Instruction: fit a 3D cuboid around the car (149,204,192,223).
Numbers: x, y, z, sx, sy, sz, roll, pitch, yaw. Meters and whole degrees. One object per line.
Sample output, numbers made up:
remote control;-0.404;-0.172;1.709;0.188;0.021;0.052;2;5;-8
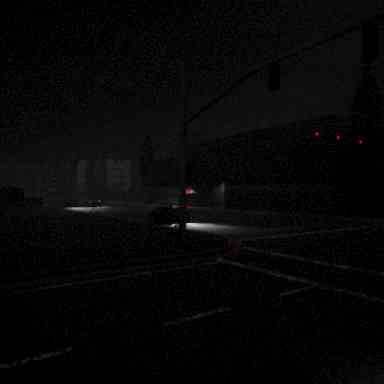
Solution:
car;-1.800;1.671;26.698;1.994;1.385;4.181;1;0;-34

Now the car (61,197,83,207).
car;-19.581;1.633;53.213;2.128;1.511;4.902;1;0;-34

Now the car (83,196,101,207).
car;-16.802;1.522;55.359;2.097;1.767;4.553;1;0;-34
